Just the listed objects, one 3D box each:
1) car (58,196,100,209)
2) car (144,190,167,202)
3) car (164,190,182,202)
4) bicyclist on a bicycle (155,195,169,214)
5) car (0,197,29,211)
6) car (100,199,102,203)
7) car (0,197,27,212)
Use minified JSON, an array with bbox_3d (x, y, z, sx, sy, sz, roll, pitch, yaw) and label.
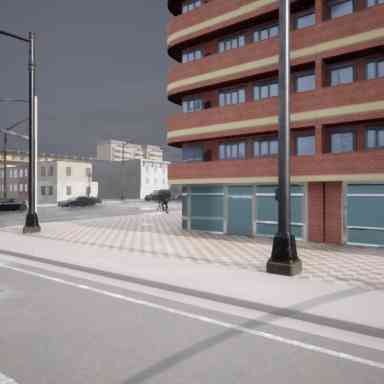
[{"bbox_3d":[-14.234,1.280,41.259,1.812,1.442,4.674,0,1,37],"label":"car"},{"bbox_3d":[-5.895,0.643,58.274,2.150,2.045,5.566,0,2,38],"label":"car"},{"bbox_3d":[-1.961,0.888,57.684,2.128,1.511,4.902,0,1,37],"label":"car"},{"bbox_3d":[-2.612,1.096,29.255,1.656,1.620,0.582,0,1,37],"label":"bicyclist on a bicycle"},{"bbox_3d":[-21.348,1.351,37.560,2.128,1.511,4.902,0,1,37],"label":"car"},{"bbox_3d":[-15.039,1.246,46.042,2.033,1.411,5.357,0,1,38],"label":"car"},{"bbox_3d":[-19.375,1.438,34.348,1.994,1.385,4.181,0,1,37],"label":"car"}]
